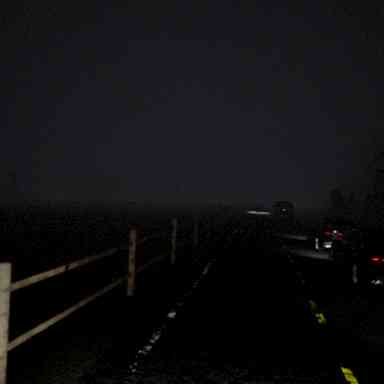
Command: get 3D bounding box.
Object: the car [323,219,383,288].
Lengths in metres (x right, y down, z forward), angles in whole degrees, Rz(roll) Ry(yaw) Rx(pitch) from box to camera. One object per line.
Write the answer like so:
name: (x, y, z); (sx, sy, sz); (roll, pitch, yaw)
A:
car: (5.473, 1.836, 9.969); (1.837, 1.490, 4.892); (2, -1, 12)

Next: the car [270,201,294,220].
car: (10.579, 2.067, 38.646); (2.150, 2.045, 5.566); (2, 0, 12)

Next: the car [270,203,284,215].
car: (13.213, 2.581, 51.766); (1.882, 1.535, 5.008); (2, -1, 12)

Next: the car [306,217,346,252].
car: (6.680, 1.945, 15.845); (1.837, 1.490, 4.892); (2, -1, 12)

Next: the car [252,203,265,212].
car: (11.148, 2.619, 55.390); (1.994, 1.385, 4.181); (2, -1, 12)
